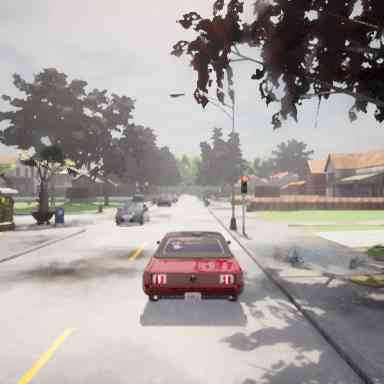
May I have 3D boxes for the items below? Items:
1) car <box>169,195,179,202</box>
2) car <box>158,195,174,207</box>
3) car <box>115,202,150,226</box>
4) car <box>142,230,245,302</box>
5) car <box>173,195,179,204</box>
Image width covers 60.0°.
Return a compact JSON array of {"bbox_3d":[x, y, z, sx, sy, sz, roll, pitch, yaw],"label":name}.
[{"bbox_3d":[-4.087,1.505,77.455,2.033,1.411,5.357,0,0,0],"label":"car"},{"bbox_3d":[-4.154,1.584,50.852,1.895,1.301,4.718,0,0,0],"label":"car"},{"bbox_3d":[-4.126,1.484,23.617,2.128,1.511,4.902,0,0,0],"label":"car"},{"bbox_3d":[0.042,1.598,8.226,1.895,1.301,4.718,0,0,1],"label":"car"},{"bbox_3d":[-4.122,1.543,63.801,1.994,1.385,4.181,0,0,0],"label":"car"}]
